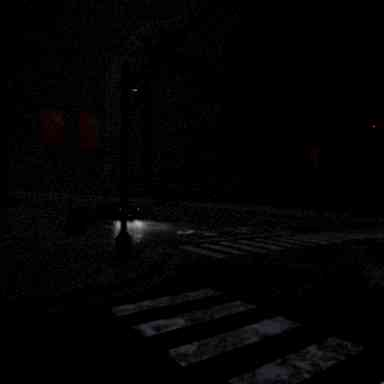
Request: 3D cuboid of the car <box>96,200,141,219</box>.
[{"bbox_3d":[-5.708,1.297,25.515,1.895,1.301,4.718,1,0,-35],"label":"car"}]
